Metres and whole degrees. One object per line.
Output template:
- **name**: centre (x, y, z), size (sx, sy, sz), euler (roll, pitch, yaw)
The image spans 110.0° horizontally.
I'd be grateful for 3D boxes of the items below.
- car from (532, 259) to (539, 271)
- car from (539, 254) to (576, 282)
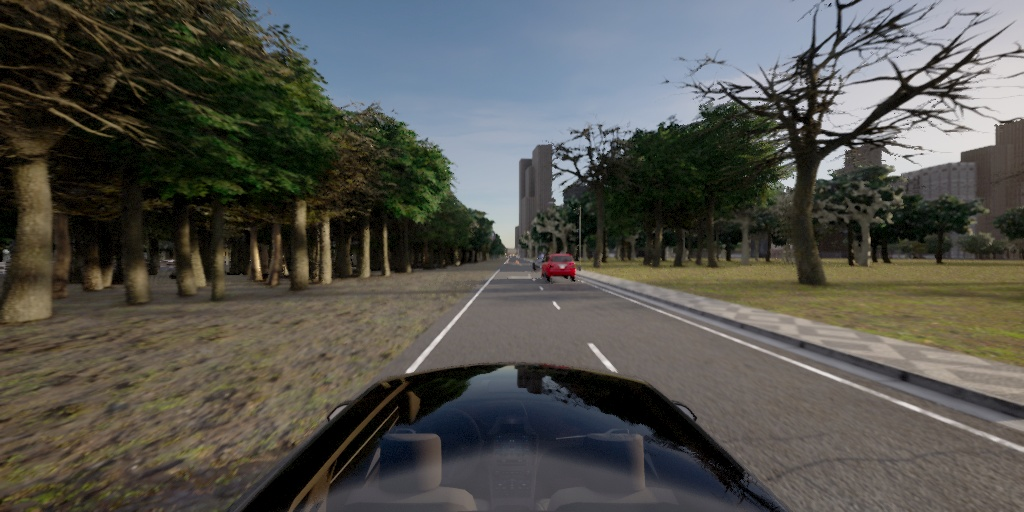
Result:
- **car**: centre (3.609, 1.110, 46.866), size (2.128, 1.511, 4.902), euler (0, 0, 0)
- **car**: centre (3.606, 0.885, 28.305), size (2.150, 2.045, 5.566), euler (0, 0, 0)
